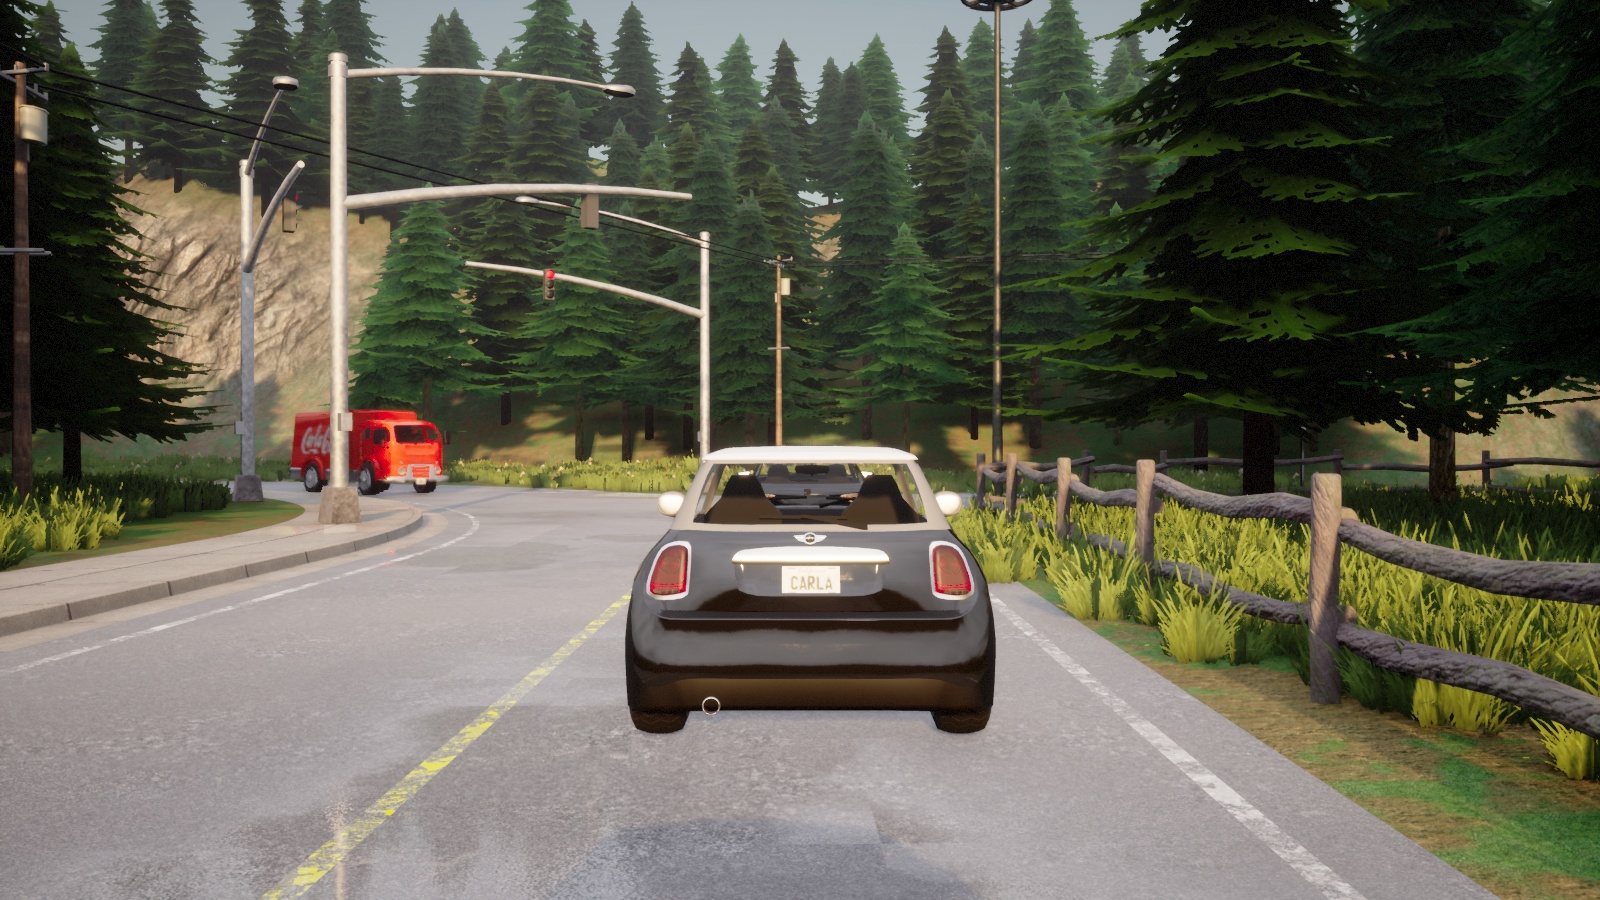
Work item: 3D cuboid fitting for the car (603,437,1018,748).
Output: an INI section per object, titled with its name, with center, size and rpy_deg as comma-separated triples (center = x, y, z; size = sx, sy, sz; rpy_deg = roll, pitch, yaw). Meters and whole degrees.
[car]
center = 0.058, 0.668, 7.864
size = 1.970, 1.475, 3.806
rpy_deg = 0, 0, 0

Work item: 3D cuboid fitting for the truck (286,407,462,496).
[truck]
center = -12.738, 0.038, 37.386
size = 5.204, 2.467, 2.627
rpy_deg = 0, 0, 40
